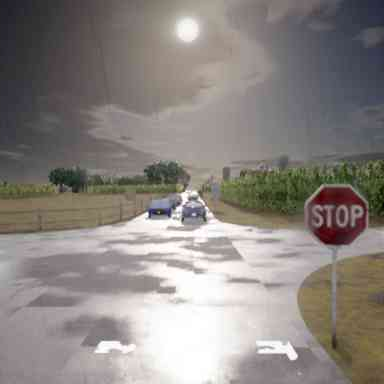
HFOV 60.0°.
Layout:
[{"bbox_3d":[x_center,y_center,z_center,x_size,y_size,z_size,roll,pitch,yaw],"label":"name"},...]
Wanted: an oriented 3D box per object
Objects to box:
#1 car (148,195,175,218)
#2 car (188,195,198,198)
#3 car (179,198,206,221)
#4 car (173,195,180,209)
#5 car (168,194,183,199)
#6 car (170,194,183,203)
[{"bbox_3d":[-2.748,1.348,29.242,1.882,1.535,5.008,0,0,-2],"label":"car"},{"bbox_3d":[0.216,1.163,61.611,1.895,1.301,4.718,0,1,0],"label":"car"},{"bbox_3d":[0.146,1.421,25.975,1.812,1.442,4.674,0,0,0],"label":"car"},{"bbox_3d":[-2.774,1.398,38.555,1.895,1.301,4.718,0,0,0],"label":"car"},{"bbox_3d":[-2.746,1.068,47.610,2.097,1.767,4.553,0,1,0],"label":"car"},{"bbox_3d":[-2.675,1.087,58.846,2.128,1.511,4.902,0,1,1],"label":"car"}]
